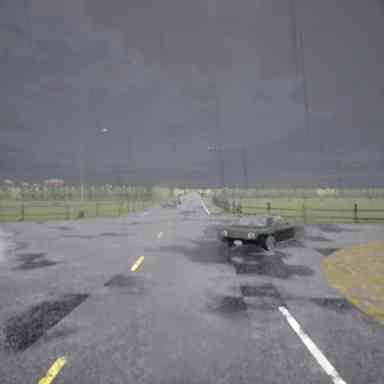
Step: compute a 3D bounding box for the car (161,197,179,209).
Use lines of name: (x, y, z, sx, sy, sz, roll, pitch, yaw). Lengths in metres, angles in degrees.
car: (-3.343, 1.702, 48.702, 1.994, 1.385, 4.181, 0, 0, 1)

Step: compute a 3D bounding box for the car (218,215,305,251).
car: (3.199, 1.650, 14.392, 1.895, 1.301, 4.718, 0, 0, 40)

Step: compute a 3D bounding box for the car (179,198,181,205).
car: (-3.118, 1.715, 65.609, 2.033, 1.411, 5.357, 0, 0, 1)
